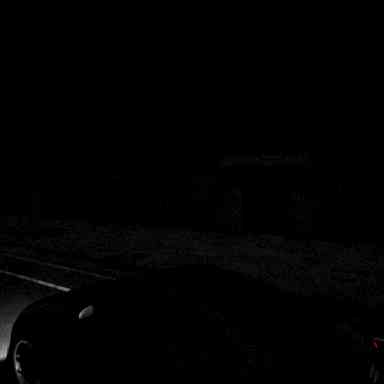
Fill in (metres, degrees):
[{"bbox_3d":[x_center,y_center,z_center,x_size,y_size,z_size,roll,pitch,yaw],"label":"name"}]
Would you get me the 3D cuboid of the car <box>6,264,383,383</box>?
[{"bbox_3d":[-0.230,1.560,3.727,4.181,1.385,1.994,0,0,36],"label":"car"}]
